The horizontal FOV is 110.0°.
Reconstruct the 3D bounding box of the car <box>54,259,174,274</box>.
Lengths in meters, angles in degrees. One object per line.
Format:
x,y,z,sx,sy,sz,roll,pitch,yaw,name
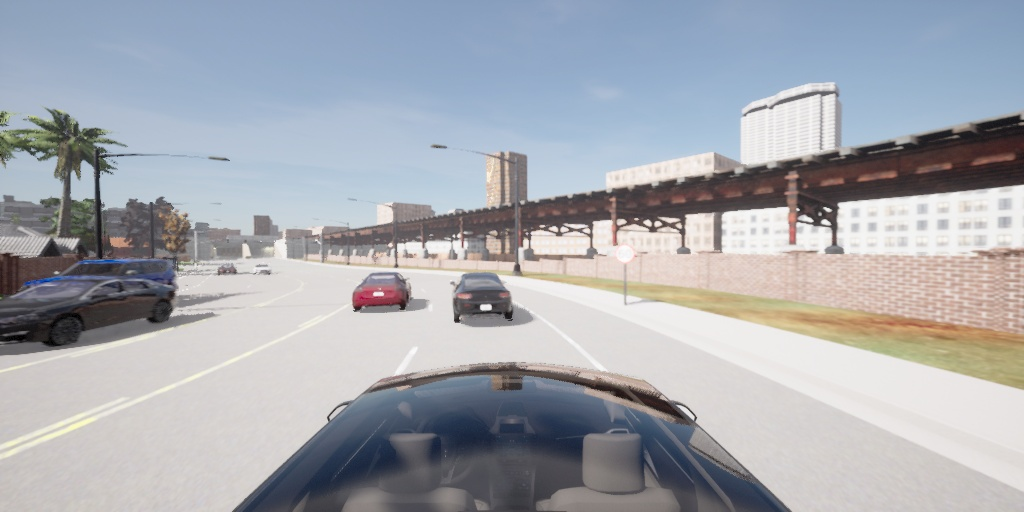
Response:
-16.093,1.136,14.436,2.150,2.045,5.566,0,0,-17,car

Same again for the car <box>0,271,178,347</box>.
-11.455,1.338,9.587,2.128,1.511,4.902,0,0,-11,car

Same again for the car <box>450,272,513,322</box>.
-1.127,1.273,12.297,1.812,1.442,4.674,0,0,-10,car

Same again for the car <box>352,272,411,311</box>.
-5.295,1.351,14.954,1.994,1.385,4.181,-1,0,-13,car

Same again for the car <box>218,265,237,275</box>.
-38.017,1.841,47.950,1.994,1.385,4.181,-1,0,-38,car

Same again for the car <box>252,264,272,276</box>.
-31.945,1.698,45.856,1.812,1.442,4.674,-1,0,-38,car
